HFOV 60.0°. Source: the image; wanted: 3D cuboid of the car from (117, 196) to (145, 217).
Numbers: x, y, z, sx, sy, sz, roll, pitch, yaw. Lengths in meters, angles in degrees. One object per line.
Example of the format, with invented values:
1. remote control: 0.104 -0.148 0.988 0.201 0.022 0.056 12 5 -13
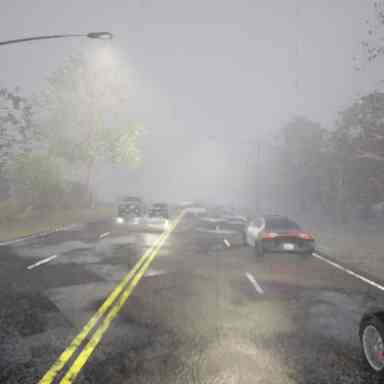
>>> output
1. car: -6.130 1.424 34.667 2.150 2.045 5.566 1 -1 2

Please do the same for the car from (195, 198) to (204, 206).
1. car: 1.643 2.194 73.873 1.812 1.442 4.674 1 0 3

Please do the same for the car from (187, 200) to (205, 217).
1. car: 0.462 1.952 36.618 1.895 1.301 4.718 0 0 1

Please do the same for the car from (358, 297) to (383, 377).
1. car: 3.263 1.627 2.793 1.812 1.442 4.674 2 -1 0

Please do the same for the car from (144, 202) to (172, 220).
1. car: -2.974 1.753 31.697 1.837 1.490 4.892 1 -1 2

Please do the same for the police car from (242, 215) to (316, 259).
1. police car: 3.318 1.720 13.760 2.038 1.542 4.974 1 -1 1
